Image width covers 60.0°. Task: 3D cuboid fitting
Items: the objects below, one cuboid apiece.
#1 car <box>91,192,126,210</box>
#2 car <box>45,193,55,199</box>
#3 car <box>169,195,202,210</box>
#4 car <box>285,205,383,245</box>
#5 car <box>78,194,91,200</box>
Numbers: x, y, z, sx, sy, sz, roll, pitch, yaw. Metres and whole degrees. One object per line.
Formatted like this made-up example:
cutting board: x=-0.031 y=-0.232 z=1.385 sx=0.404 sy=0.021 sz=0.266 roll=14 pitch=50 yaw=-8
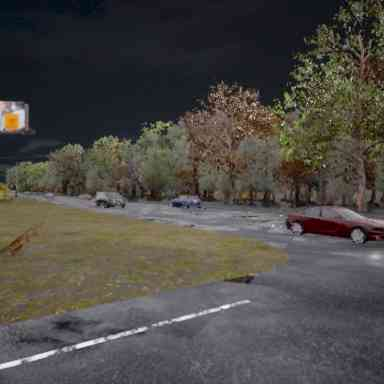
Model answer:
car: x=-9.949 y=0.984 z=40.236 sx=2.150 sy=2.045 sz=5.566 roll=0 pitch=0 yaw=-34
car: x=-35.304 y=0.953 z=82.633 sx=1.812 sy=1.442 sz=4.674 roll=0 pitch=0 yaw=-28
car: x=-0.837 y=1.141 z=39.290 sx=2.097 sy=1.767 sz=4.553 roll=0 pitch=0 yaw=-34
car: x=6.777 y=1.431 z=15.741 sx=1.882 sy=1.535 sz=5.008 roll=0 pitch=1 yaw=-35
car: x=-23.367 y=1.085 z=72.432 sx=1.994 sy=1.385 sz=4.181 roll=0 pitch=0 yaw=-34
